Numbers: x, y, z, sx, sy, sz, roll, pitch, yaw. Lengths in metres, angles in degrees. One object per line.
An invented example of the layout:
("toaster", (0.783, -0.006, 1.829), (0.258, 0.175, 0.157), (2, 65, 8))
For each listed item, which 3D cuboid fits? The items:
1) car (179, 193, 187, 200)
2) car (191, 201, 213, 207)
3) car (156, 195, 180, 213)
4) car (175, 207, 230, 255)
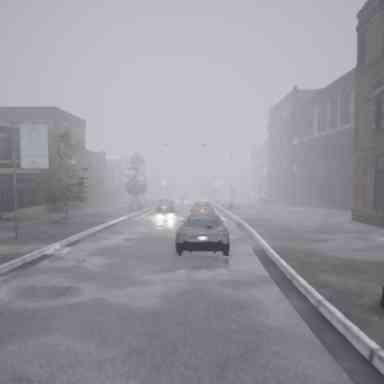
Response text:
("car", (-2.160, 1.025, 75.851), (2.097, 1.767, 4.553), (0, 0, 1))
("car", (0.864, 1.488, 28.647), (1.994, 1.385, 4.181), (0, 0, 1))
("car", (-2.729, 1.395, 35.394), (2.128, 1.511, 4.902), (0, 0, 1))
("car", (0.437, 1.530, 13.259), (1.994, 1.385, 4.181), (0, 0, 2))
